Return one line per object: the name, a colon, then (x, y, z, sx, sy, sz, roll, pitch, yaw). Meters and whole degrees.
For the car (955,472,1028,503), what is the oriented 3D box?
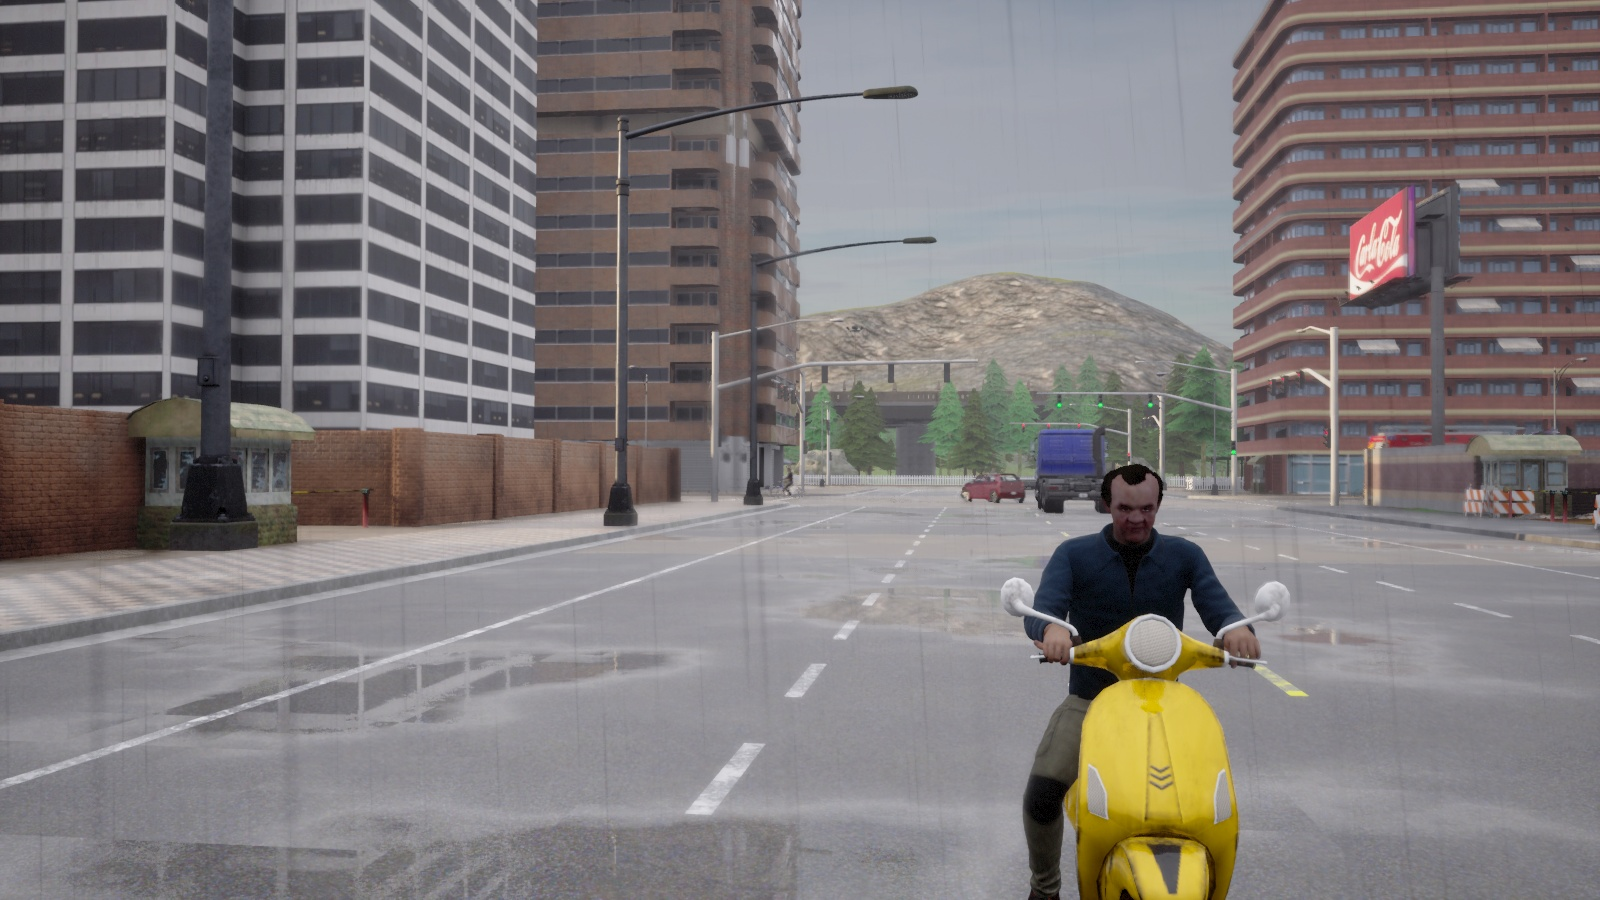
car: (9.578, 1.844, 62.936, 1.845, 1.501, 3.633, 0, -1, -26)

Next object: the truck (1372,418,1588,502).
truck: (31.848, 0.513, 59.111, 8.468, 3.827, 2.891, 0, -1, 5)

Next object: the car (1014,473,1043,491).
car: (17.337, 2.444, 95.418, 1.895, 1.301, 4.718, 0, -1, 8)

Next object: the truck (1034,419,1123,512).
truck: (11.115, 0.639, 50.782, 2.891, 3.462, 7.936, 0, -1, 8)

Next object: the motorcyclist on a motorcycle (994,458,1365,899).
motorcyclist on a motorcycle: (1.080, 0.831, 4.042, 0.866, 1.590, 1.817, 0, -1, 8)
